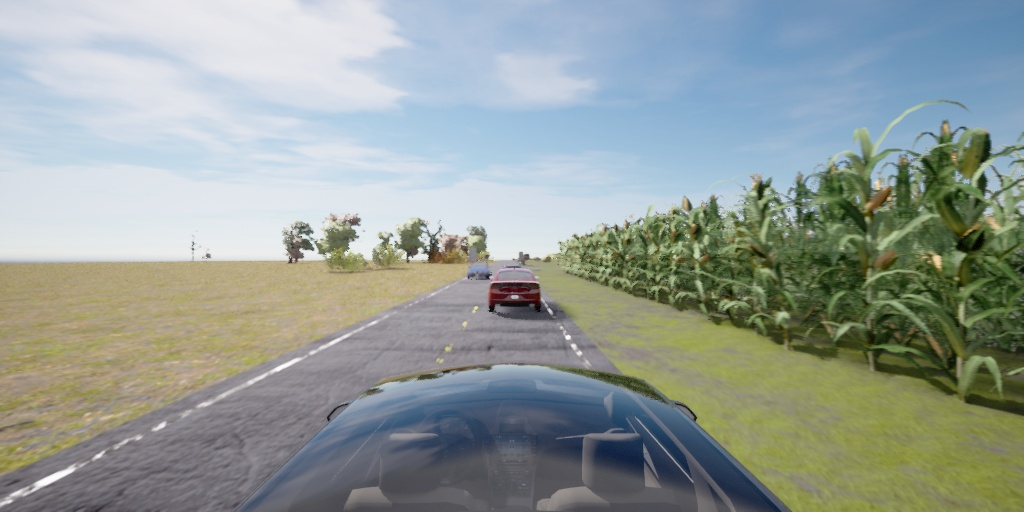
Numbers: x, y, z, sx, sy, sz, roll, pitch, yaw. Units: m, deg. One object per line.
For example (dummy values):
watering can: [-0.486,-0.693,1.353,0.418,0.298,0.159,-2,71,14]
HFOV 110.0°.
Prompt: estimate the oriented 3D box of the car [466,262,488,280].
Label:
car: [-2.843,1.280,31.661,1.812,1.442,4.674,0,0,0]

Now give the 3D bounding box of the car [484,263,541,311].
car: [0.097,1.225,14.496,1.882,1.535,5.008,0,0,0]
